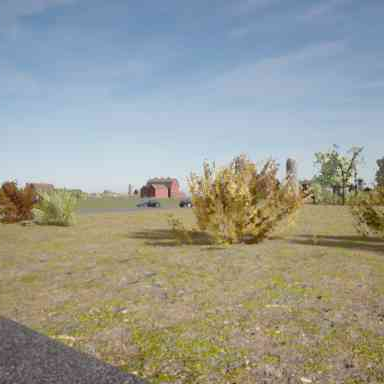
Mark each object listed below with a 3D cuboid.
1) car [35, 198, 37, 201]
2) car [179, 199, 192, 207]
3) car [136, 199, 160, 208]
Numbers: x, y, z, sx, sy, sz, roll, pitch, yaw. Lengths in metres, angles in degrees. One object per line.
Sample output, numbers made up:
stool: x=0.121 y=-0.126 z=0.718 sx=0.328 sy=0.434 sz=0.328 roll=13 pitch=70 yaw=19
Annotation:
car: x=-20.762 y=1.491 z=38.853 sx=2.150 sy=2.045 sz=5.566 roll=-1 pitch=-1 yaw=36
car: x=-0.358 y=2.040 z=60.834 sx=1.837 sy=1.490 sz=4.892 roll=-1 pitch=-1 yaw=36
car: x=-7.521 y=2.021 z=57.115 sx=1.837 sy=1.490 sz=4.892 roll=-1 pitch=-1 yaw=36
